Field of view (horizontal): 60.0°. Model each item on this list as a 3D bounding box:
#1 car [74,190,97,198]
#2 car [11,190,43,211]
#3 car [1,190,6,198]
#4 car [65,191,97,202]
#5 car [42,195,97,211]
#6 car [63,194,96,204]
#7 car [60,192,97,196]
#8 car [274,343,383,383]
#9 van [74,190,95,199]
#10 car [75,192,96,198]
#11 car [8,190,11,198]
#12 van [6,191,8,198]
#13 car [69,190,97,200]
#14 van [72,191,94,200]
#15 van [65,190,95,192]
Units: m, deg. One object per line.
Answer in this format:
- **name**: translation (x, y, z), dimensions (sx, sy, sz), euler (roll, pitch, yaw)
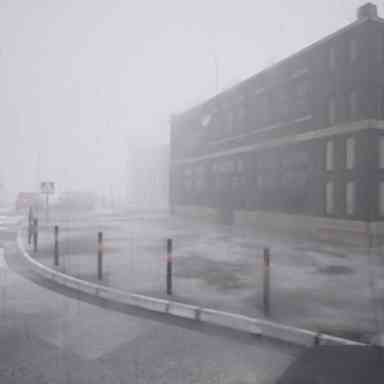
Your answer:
- **car**: translation (-27.453, 0.527, 85.942), dimensions (5.566, 2.045, 2.435), euler (0, 0, -16)
- **car**: translation (-18.234, 1.040, 37.477), dimensions (2.150, 2.045, 5.566), euler (0, 0, -16)
- **car**: translation (-44.952, 0.766, 73.885), dimensions (4.892, 1.521, 2.231), euler (0, 0, -16)
- **car**: translation (-20.560, 0.787, 62.029), dimensions (5.566, 2.045, 2.435), euler (0, 1, -16)
- **car**: translation (-12.863, 1.372, 35.320), dimensions (4.792, 1.488, 2.163), euler (0, 0, -16)
- **car**: translation (-18.184, 1.145, 53.911), dimensions (4.892, 1.521, 2.231), euler (0, 1, -16)
- **car**: translation (-14.309, 1.179, 40.558), dimensions (4.553, 1.767, 2.185), euler (0, 0, -16)
- **car**: translation (2.823, 1.562, 1.261), dimensions (5.357, 1.411, 2.033), euler (0, 0, 36)
- **van**: translation (-24.234, 0.658, 75.300), dimensions (4.442, 1.987, 1.878), euler (0, 0, -16)
- **car**: translation (-26.663, 0.805, 83.278), dimensions (4.892, 1.521, 2.231), euler (0, 0, -16)
- **car**: translation (-46.488, 0.757, 79.182), dimensions (4.674, 1.452, 2.002), euler (0, 0, -16)
- **van**: translation (-45.644, 0.514, 76.682), dimensions (4.442, 1.987, 1.878), euler (0, 0, -16)
- **car**: translation (-22.780, 0.692, 69.935), dimensions (5.566, 2.045, 2.435), euler (0, 1, -16)
- **van**: translation (-23.689, 0.685, 72.567), dimensions (4.442, 1.987, 1.878), euler (0, 0, -16)
- **van**: translation (-15.256, 1.053, 43.311), dimensions (4.442, 1.987, 1.878), euler (0, 1, -16)
